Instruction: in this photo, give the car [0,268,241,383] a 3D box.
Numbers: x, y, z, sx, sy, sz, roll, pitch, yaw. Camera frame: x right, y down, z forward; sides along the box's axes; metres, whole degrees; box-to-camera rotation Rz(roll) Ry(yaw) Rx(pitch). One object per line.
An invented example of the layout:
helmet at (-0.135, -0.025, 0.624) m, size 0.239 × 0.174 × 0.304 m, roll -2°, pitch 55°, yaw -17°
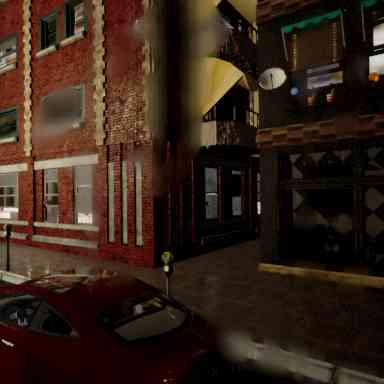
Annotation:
car at (-1.472, 1.583, 3.899) m, size 4.206 × 1.307 × 1.802 m, roll 0°, pitch -1°, yaw 36°
